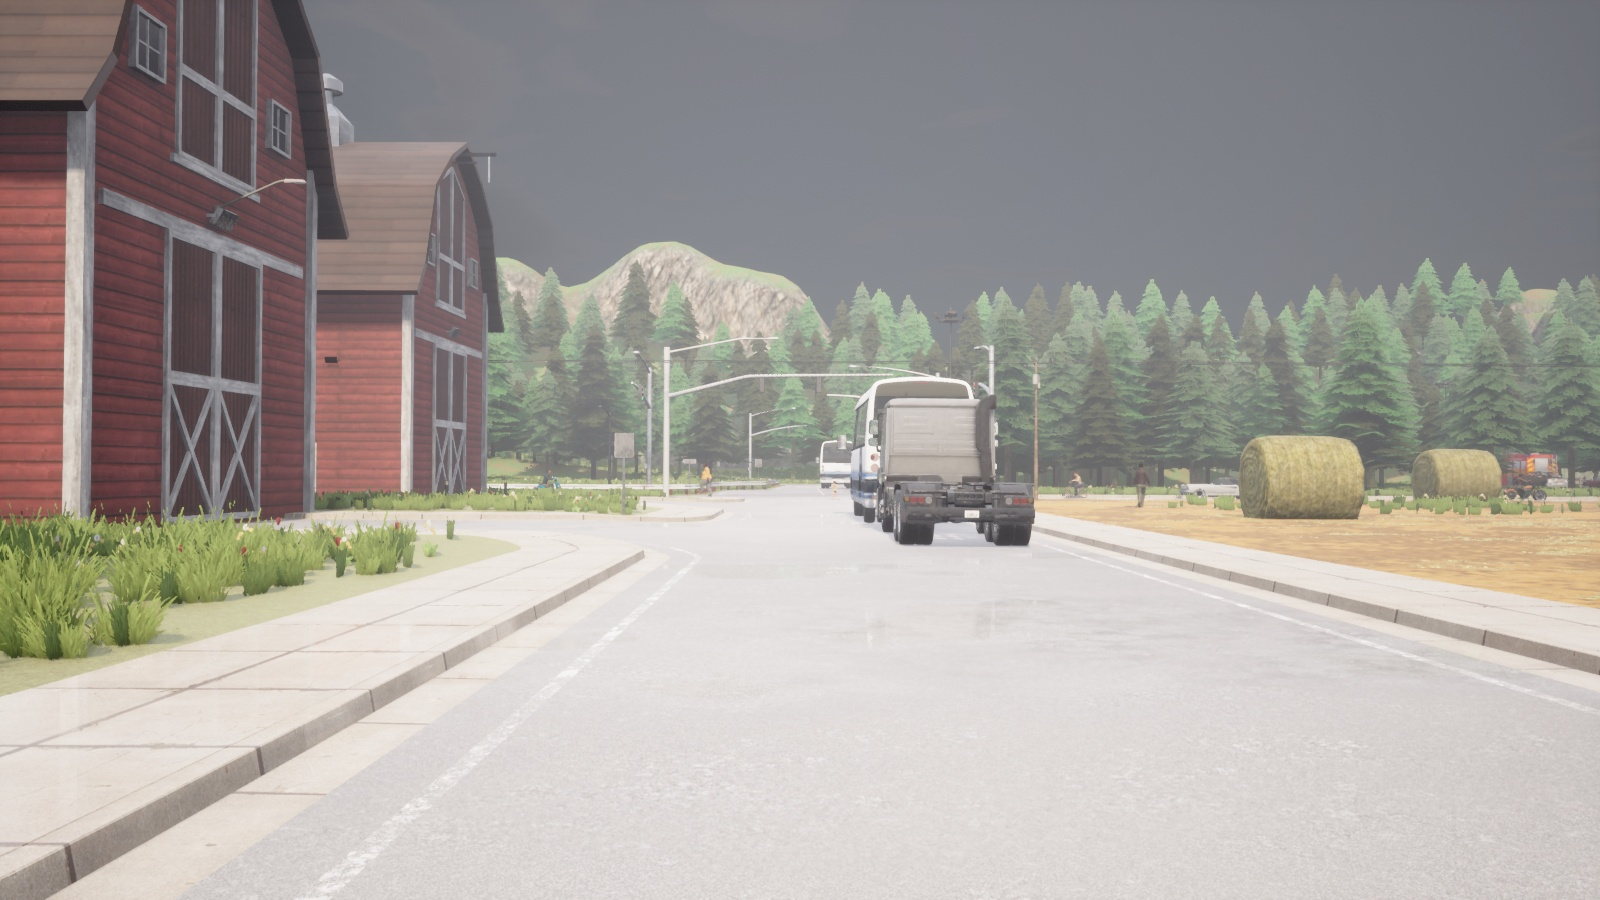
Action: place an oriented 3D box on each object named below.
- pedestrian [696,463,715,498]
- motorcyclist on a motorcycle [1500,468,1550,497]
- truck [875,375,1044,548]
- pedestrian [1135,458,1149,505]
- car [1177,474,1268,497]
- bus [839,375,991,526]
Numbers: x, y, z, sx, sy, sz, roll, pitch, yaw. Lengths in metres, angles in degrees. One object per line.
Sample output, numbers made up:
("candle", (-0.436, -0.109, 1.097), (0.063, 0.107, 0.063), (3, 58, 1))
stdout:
("pedestrian", (-5.042, 1.612, 67.032), (0.900, 1.855, 0.874), (0, -1, 4))
("motorcyclist on a motorcycle", (40.897, 1.814, 70.807), (2.350, 1.649, 0.766), (0, -1, 1))
("truck", (3.448, 0.292, 29.228), (2.891, 3.462, 7.936), (0, -1, 0))
("pedestrian", (13.694, 1.254, 50.274), (0.431, 1.840, 0.703), (-1, -1, 23))
("car", (25.043, 2.091, 74.561), (4.718, 1.301, 1.895), (0, -1, 1))
("bus", (3.420, 0.106, 40.695), (3.944, 4.253, 10.273), (0, -1, 0))
